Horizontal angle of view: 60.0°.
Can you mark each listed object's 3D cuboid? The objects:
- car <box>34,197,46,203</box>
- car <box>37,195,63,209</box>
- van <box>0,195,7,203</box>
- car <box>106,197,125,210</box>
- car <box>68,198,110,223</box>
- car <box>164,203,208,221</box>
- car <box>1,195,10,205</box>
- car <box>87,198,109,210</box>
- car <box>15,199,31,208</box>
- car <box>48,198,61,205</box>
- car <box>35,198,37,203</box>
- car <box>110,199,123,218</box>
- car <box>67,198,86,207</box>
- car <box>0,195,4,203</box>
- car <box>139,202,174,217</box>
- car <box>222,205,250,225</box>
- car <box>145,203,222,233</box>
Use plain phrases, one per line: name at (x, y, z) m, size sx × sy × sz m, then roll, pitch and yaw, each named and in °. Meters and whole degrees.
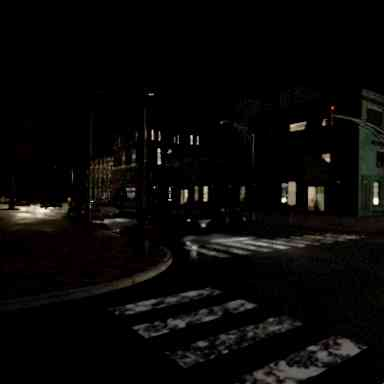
car at (-39.241, 2.054, 85.647) m, size 2.008 × 1.369 × 4.403 m, roll 1°, pitch -1°, yaw -35°
car at (-20.731, 1.427, 48.944) m, size 2.150 × 2.045 × 5.566 m, roll 1°, pitch -1°, yaw -35°
van at (-46.128, 1.718, 80.876) m, size 1.690 × 1.788 × 3.998 m, roll 1°, pitch -1°, yaw -35°
car at (-10.725, 1.577, 44.629) m, size 2.192 × 1.841 × 5.009 m, roll 1°, pitch -1°, yaw -35°
car at (-8.306, 1.494, 26.043) m, size 1.967 × 1.590 × 4.097 m, roll 1°, pitch -1°, yaw -35°
car at (-0.603, 1.745, 30.090) m, size 1.947 × 1.339 × 4.313 m, roll 1°, pitch -1°, yaw -35°
car at (-36.646, 1.862, 67.185) m, size 1.947 × 1.339 × 4.313 m, roll 1°, pitch -1°, yaw -35°
car at (-13.914, 1.728, 49.172) m, size 1.967 × 1.590 × 4.097 m, roll 1°, pitch -1°, yaw -35°
car at (-27.068, 1.739, 53.355) m, size 1.752 × 1.417 × 4.829 m, roll 1°, pitch -1°, yaw -35°
car at (-29.855, 1.947, 72.097) m, size 1.752 × 1.417 × 4.829 m, roll 1°, pitch -1°, yaw -35°
car at (-36.079, 1.791, 81.086) m, size 2.192 × 1.841 × 5.009 m, roll 1°, pitch -1°, yaw -35°
car at (-8.391, 1.640, 30.947) m, size 1.812 × 1.442 × 4.674 m, roll 1°, pitch -1°, yaw -35°
car at (-20.276, 1.781, 58.268) m, size 1.967 × 1.590 × 4.097 m, roll 1°, pitch -1°, yaw -35°
car at (-42.871, 1.874, 76.172) m, size 1.752 × 1.417 × 4.829 m, roll 1°, pitch -1°, yaw -35°
car at (-3.724, 1.786, 34.594) m, size 1.802 × 1.307 × 4.206 m, roll 1°, pitch -1°, yaw -35°
car at (2.518, 1.704, 25.583) m, size 2.008 × 1.369 × 4.403 m, roll 1°, pitch -1°, yaw -35°
car at (-0.766, 1.543, 19.939) m, size 2.128 × 1.511 × 4.902 m, roll 1°, pitch -1°, yaw -35°
